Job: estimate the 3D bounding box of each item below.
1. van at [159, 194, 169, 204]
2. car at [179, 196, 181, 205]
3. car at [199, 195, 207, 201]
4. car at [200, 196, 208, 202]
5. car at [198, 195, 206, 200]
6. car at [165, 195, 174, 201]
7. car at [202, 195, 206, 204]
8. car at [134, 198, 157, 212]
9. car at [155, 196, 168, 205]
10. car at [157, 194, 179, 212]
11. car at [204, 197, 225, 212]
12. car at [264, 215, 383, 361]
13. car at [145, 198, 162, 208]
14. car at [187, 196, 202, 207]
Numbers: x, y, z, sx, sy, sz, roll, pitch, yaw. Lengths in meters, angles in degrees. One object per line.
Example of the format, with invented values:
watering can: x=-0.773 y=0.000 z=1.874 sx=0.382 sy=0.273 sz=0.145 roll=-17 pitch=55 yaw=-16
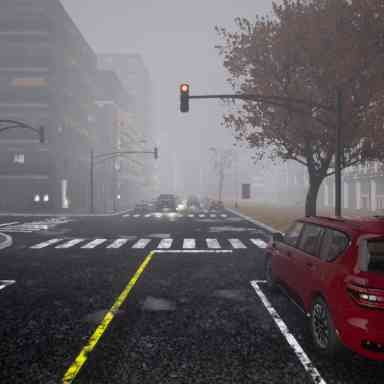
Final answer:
van: x=-5.571 y=1.384 z=65.979 sx=1.690 sy=1.788 sz=3.998 roll=0 pitch=0 yaw=0
car: x=-2.993 y=1.528 z=50.079 sx=1.837 sy=1.490 sz=4.892 roll=0 pitch=0 yaw=0
car: x=2.849 y=1.620 z=88.094 sx=1.887 sy=1.381 sz=4.507 roll=0 pitch=0 yaw=0
car: x=2.830 y=1.583 z=77.199 sx=1.752 sy=1.417 sz=4.829 roll=0 pitch=0 yaw=0
car: x=2.859 y=1.637 z=93.627 sx=2.008 sy=1.369 sz=4.403 roll=0 pitch=0 yaw=0
car: x=-5.541 y=1.506 z=82.577 sx=1.967 sy=1.590 sz=4.097 roll=0 pitch=0 yaw=0
car: x=2.780 y=1.548 z=49.535 sx=1.752 sy=1.417 sz=4.829 roll=0 pitch=0 yaw=0
car: x=-5.620 y=1.563 z=38.315 sx=2.008 sy=1.369 sz=4.403 roll=0 pitch=0 yaw=0
car: x=-5.581 y=1.476 z=60.446 sx=1.967 sy=1.590 sz=4.097 roll=0 pitch=0 yaw=0
car: x=-3.020 y=1.235 z=40.061 sx=2.150 sy=2.045 sz=5.566 roll=0 pitch=0 yaw=0
car: x=2.760 y=1.557 z=38.300 sx=1.887 sy=1.381 sz=4.507 roll=0 pitch=0 yaw=0
car: x=2.702 y=1.315 z=5.912 sx=2.192 sy=1.841 sz=5.009 roll=0 pitch=0 yaw=0
car: x=-5.601 y=1.573 z=49.381 sx=2.008 sy=1.369 sz=4.403 roll=0 pitch=0 yaw=0
car: x=0.195 y=1.625 z=51.494 sx=1.895 sy=1.301 sz=4.718 roll=0 pitch=0 yaw=0
